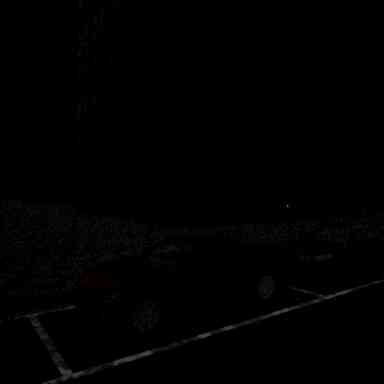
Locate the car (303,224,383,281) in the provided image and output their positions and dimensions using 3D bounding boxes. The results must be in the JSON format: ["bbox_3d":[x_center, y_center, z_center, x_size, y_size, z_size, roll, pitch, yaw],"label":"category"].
[{"bbox_3d":[4.438,1.630,9.923,4.206,1.307,1.802,0,0,-35],"label":"car"}]

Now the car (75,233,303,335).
[{"bbox_3d":[-0.005,1.563,6.752,4.507,1.381,1.887,0,0,-35],"label":"car"}]

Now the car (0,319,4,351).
[{"bbox_3d":[-4.448,1.433,3.580,4.097,1.590,1.967,0,0,-35],"label":"car"}]
